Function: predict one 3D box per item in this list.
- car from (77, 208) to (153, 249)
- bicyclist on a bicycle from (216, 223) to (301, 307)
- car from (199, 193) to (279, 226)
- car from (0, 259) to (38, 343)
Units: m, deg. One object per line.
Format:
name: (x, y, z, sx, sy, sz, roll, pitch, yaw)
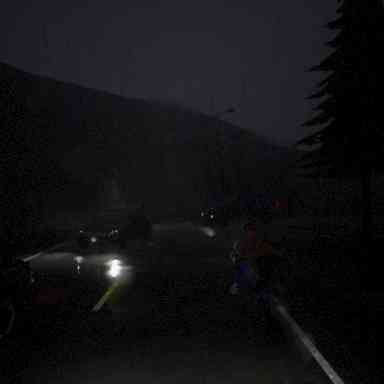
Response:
car: (-3.089, 1.442, 14.352, 1.812, 1.442, 4.674, 0, 0, 12)
bicyclist on a bicycle: (1.276, 1.416, 6.373, 1.656, 1.620, 0.582, 0, 0, 0)
car: (3.250, 1.093, 22.600, 5.566, 2.045, 2.150, 0, 0, -22)
car: (-3.665, 1.525, 3.589, 2.033, 1.411, 5.357, 0, 0, 0)
